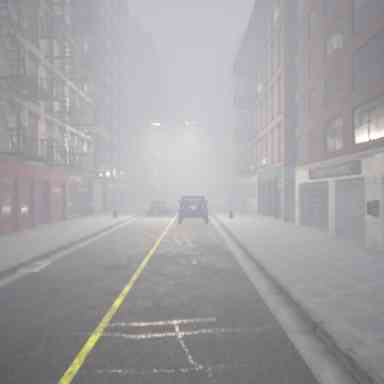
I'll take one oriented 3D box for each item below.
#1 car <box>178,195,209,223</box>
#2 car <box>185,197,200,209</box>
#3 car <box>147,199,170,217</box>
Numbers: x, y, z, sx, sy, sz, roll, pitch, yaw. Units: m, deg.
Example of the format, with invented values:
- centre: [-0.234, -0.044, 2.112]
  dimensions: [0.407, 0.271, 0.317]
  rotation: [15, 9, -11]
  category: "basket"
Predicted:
- centre: [0.093, 1.208, 25.298]
  dimensions: [2.150, 2.045, 5.566]
  rotation: [0, 0, 0]
  category: "car"
- centre: [0.085, 1.464, 45.753]
  dimensions: [1.882, 1.535, 5.008]
  rotation: [0, 0, 0]
  category: "car"
- centre: [-3.106, 1.490, 31.657]
  dimensions: [1.837, 1.490, 4.892]
  rotation: [0, 0, 0]
  category: "car"
